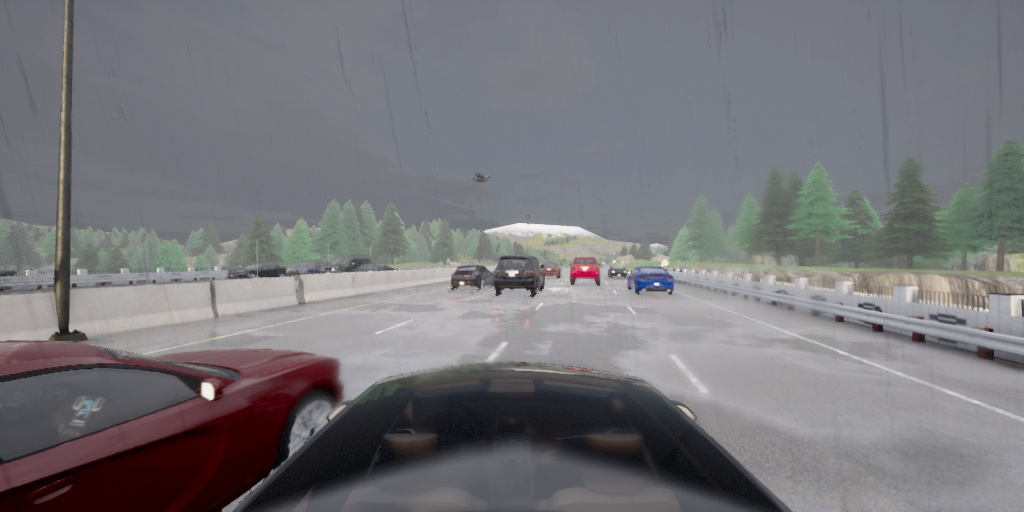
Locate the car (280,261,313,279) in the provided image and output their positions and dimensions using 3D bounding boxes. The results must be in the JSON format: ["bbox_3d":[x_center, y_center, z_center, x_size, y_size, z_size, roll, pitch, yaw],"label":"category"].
[{"bbox_3d":[-18.445,1.266,33.129,2.097,1.767,4.553,0,-1,11],"label":"car"}]

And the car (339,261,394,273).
[{"bbox_3d":[-11.868,1.386,30.332,2.128,1.511,4.902,0,-1,11],"label":"car"}]

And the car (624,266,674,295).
[{"bbox_3d":[7.765,1.309,20.422,1.882,1.535,5.008,0,-1,11],"label":"car"}]

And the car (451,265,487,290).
[{"bbox_3d":[-2.408,1.340,23.095,1.837,1.490,4.892,0,-1,11],"label":"car"}]

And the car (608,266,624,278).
[{"bbox_3d":[11.585,1.721,39.458,1.895,1.301,4.718,0,-1,11],"label":"car"}]

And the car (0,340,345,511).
[{"bbox_3d":[-3.081,1.227,1.954,1.882,1.535,5.008,0,0,11],"label":"car"}]

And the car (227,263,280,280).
[{"bbox_3d":[-22.314,1.360,31.641,1.882,1.535,5.008,0,-1,11],"label":"car"}]

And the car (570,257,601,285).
[{"bbox_3d":[5.712,1.130,27.986,2.150,2.045,5.566,0,-2,12],"label":"car"}]

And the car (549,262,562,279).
[{"bbox_3d":[4.116,1.419,37.808,2.097,1.767,4.553,0,-1,11],"label":"car"}]

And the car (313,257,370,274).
[{"bbox_3d":[-14.952,1.141,32.748,2.150,2.045,5.566,0,-1,11],"label":"car"}]

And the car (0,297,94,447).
[{"bbox_3d":[-6.569,1.274,2.366,1.812,1.442,4.674,0,0,11],"label":"car"}]

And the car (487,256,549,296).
[{"bbox_3d":[0.532,1.034,19.969,2.150,2.045,5.566,0,0,11],"label":"car"}]
